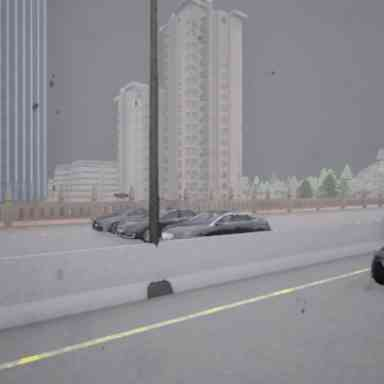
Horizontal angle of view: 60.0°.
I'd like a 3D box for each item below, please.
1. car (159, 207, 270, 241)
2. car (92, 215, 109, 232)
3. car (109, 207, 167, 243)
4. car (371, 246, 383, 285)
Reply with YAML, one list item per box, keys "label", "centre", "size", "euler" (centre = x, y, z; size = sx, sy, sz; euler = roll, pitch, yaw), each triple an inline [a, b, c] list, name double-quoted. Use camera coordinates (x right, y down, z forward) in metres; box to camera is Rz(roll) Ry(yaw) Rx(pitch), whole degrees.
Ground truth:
- label: "car"
  centre: [1.044, 1.493, 13.334]
  size: [4.902, 1.511, 2.128]
  euler: [0, 0, -35]
- label: "car"
  centre: [-3.419, 1.566, 18.749]
  size: [4.181, 1.385, 1.994]
  euler: [0, 0, -35]
- label: "car"
  centre: [-1.180, 1.506, 16.046]
  size: [4.892, 1.490, 1.837]
  euler: [0, 0, -35]
- label: "car"
  centre: [6.276, 1.566, 8.220]
  size: [4.181, 1.385, 1.994]
  euler: [0, 0, -35]
